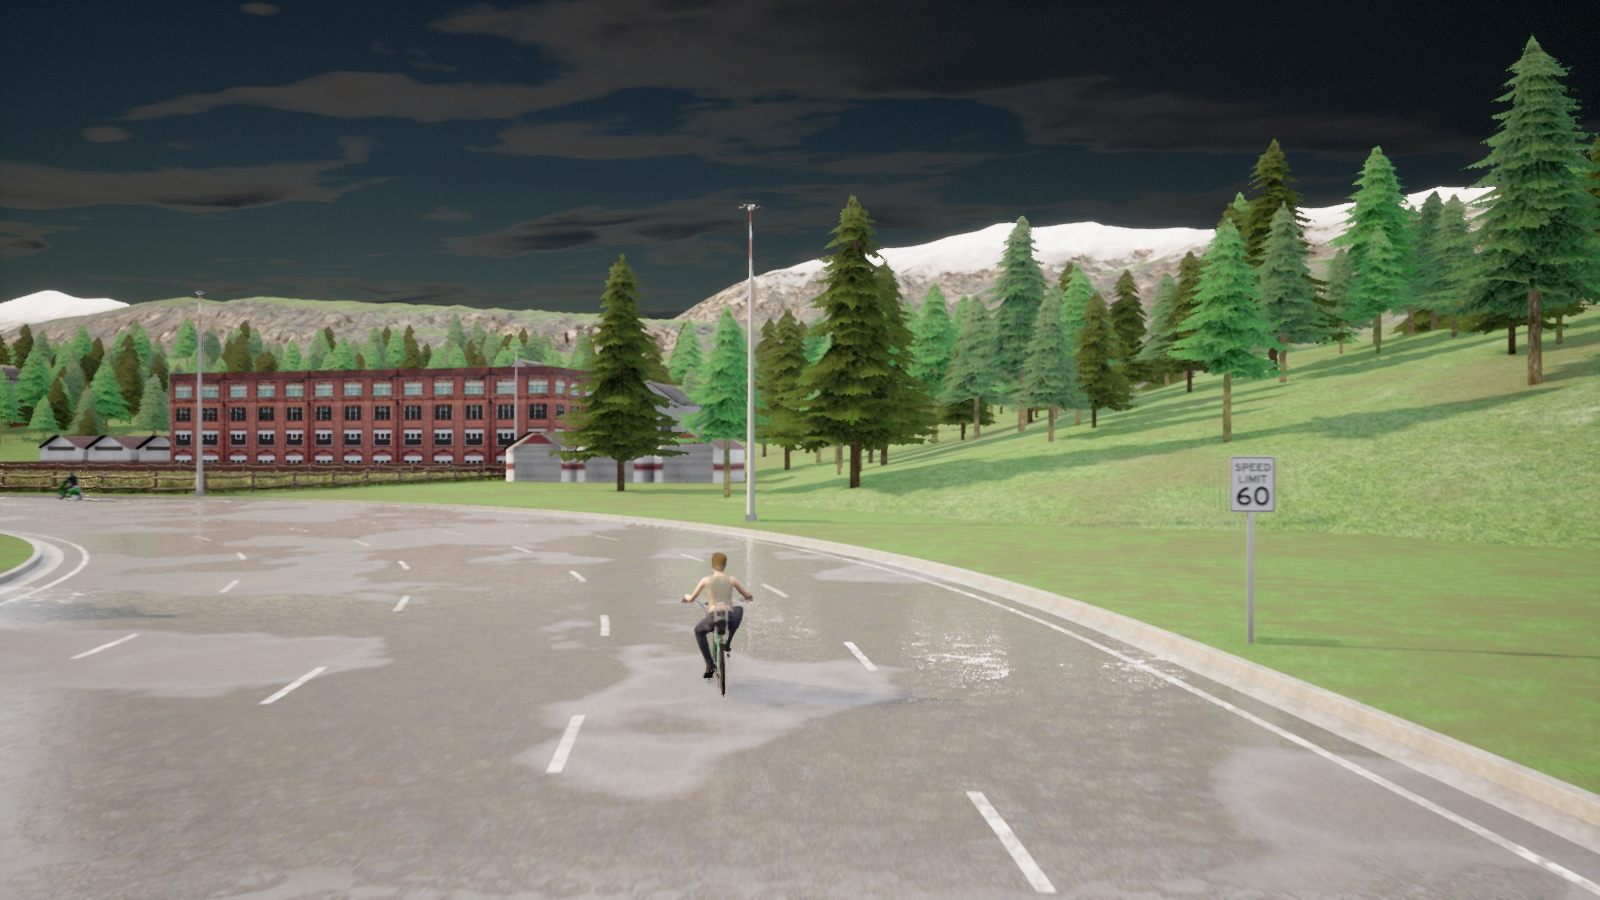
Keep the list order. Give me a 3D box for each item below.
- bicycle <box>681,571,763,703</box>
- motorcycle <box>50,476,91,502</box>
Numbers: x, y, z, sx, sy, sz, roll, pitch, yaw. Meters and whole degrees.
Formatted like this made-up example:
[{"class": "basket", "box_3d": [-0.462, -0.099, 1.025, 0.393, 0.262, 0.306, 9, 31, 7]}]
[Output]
[{"class": "bicycle", "box_3d": [-0.940, 2.149, 13.415, 0.859, 1.276, 1.487, -1, 0, -7]}, {"class": "motorcycle", "box_3d": [-39.439, 2.111, 61.790, 1.805, 1.316, 0.856, 0, 1, 16]}]
